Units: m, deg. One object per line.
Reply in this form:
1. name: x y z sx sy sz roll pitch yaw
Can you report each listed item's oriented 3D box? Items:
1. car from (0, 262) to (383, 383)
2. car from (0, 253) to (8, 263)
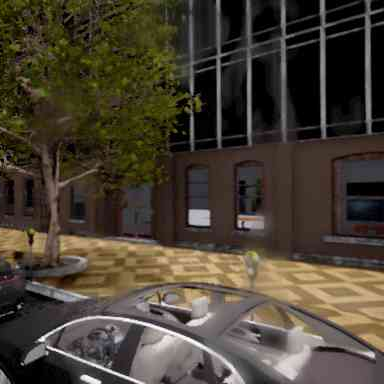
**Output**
1. car: -0.260 1.563 3.058 4.403 1.369 2.008 0 0 35
2. car: -4.900 1.598 6.356 4.403 1.369 2.008 0 0 35
